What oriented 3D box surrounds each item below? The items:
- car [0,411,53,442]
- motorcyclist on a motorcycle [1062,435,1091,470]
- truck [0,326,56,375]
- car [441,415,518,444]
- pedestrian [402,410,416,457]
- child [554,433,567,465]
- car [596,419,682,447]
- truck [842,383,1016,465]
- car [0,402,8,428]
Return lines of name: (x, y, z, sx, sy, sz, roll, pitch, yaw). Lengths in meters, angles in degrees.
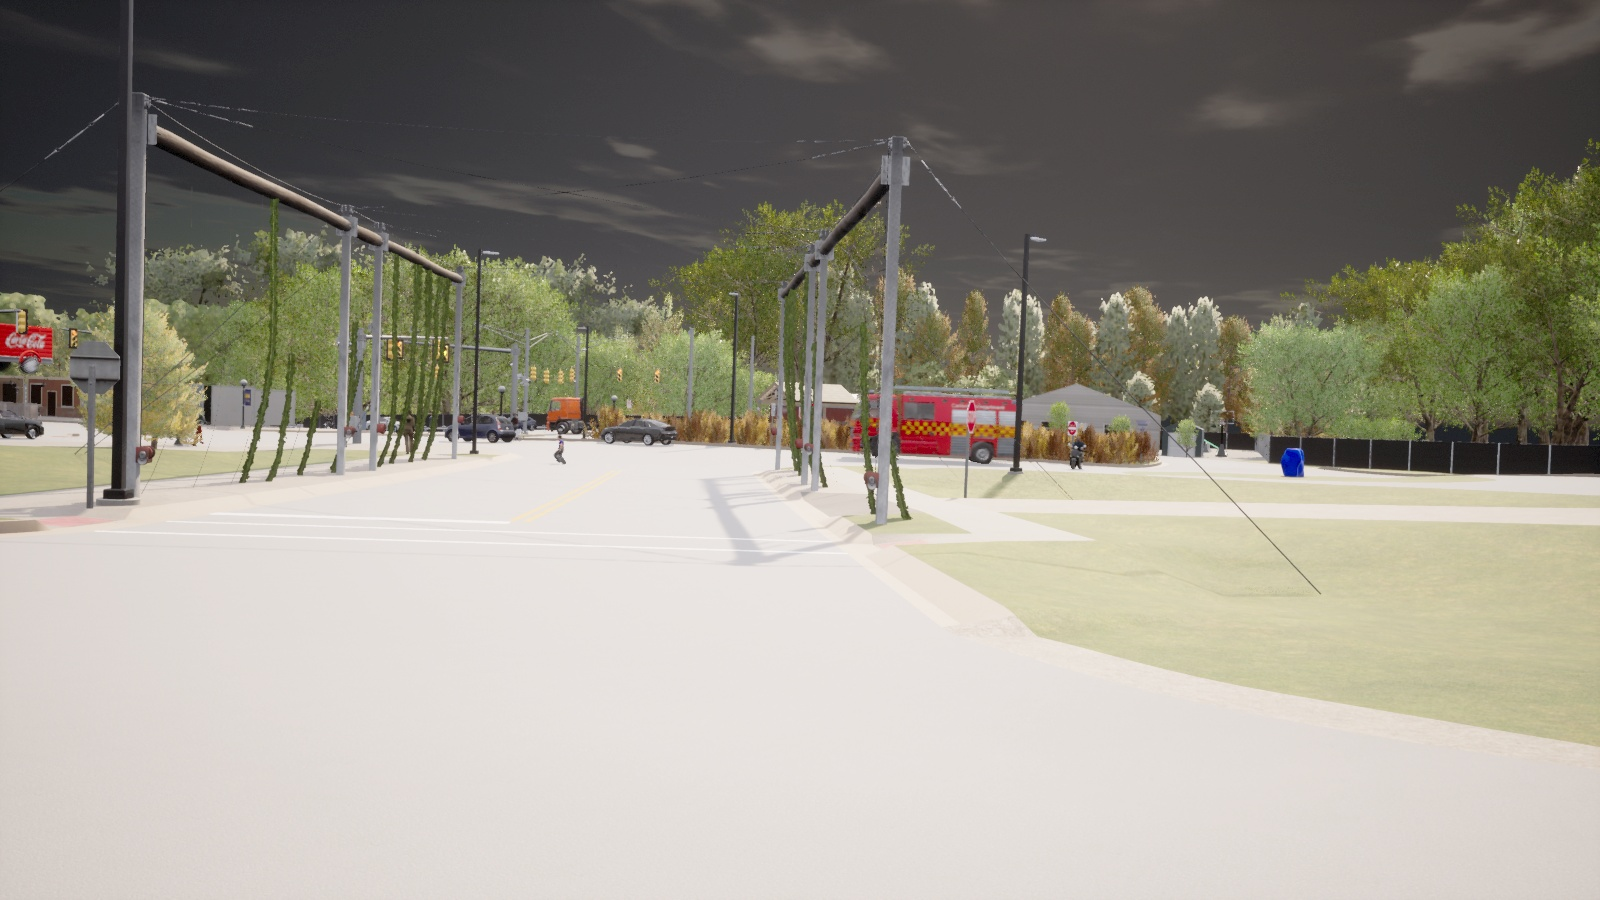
car: (-39.785, -1.175, 61.956, 2.128, 1.511, 4.902, 2, 1, 16)
motorcyclist on a motorcycle: (13.174, 0.096, 59.761, 0.866, 1.590, 1.817, 4, 2, 25)
truck: (-43.556, -5.454, 67.808, 2.627, 2.467, 5.204, 5, 3, 21)
car: (-18.550, -1.211, 72.721, 3.988, 1.617, 1.851, 1, 2, 20)
pedestrian: (-16.201, -0.683, 52.038, 0.396, 1.930, 0.692, 2, 2, -7)
child: (-9.729, -0.039, 51.056, 0.437, 1.263, 0.270, 2, 2, 6)
car: (-9.372, -1.015, 72.964, 4.892, 1.490, 1.837, 2, 3, 31)
truck: (6.576, -1.368, 64.954, 8.468, 3.827, 2.891, 2, 2, -2)
car: (-53.721, -2.288, 80.729, 5.027, 1.651, 2.152, 2, 2, 21)
